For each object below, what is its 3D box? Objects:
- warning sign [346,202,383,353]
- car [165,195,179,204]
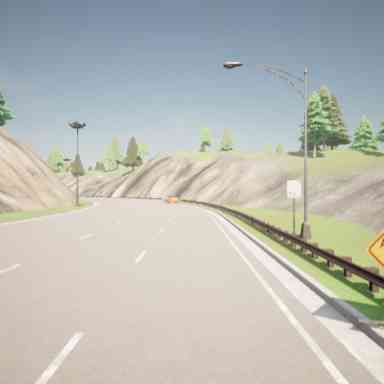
[{"bbox_3d":[3.050,1.088,4.654,1.300,1.860,1.060,0,0,0],"label":"warning sign"},{"bbox_3d":[-3.979,1.379,64.963,2.097,1.767,4.553,0,0,-16],"label":"car"}]
